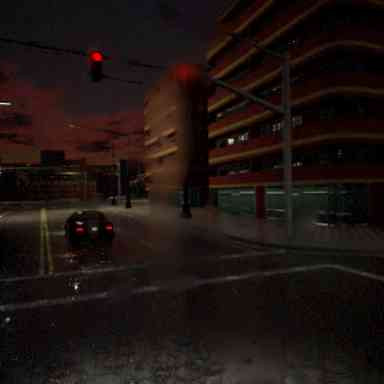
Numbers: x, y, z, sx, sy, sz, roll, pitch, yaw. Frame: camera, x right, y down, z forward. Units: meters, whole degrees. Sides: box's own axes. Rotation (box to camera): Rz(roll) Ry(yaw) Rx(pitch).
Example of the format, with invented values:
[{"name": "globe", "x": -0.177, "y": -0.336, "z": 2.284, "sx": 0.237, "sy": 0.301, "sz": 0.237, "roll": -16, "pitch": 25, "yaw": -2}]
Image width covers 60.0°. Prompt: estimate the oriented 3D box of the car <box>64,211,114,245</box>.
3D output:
[{"name": "car", "x": -5.114, "y": 1.621, "z": 16.238, "sx": 2.033, "sy": 1.411, "sz": 5.357, "roll": -1, "pitch": 0, "yaw": -24}]
